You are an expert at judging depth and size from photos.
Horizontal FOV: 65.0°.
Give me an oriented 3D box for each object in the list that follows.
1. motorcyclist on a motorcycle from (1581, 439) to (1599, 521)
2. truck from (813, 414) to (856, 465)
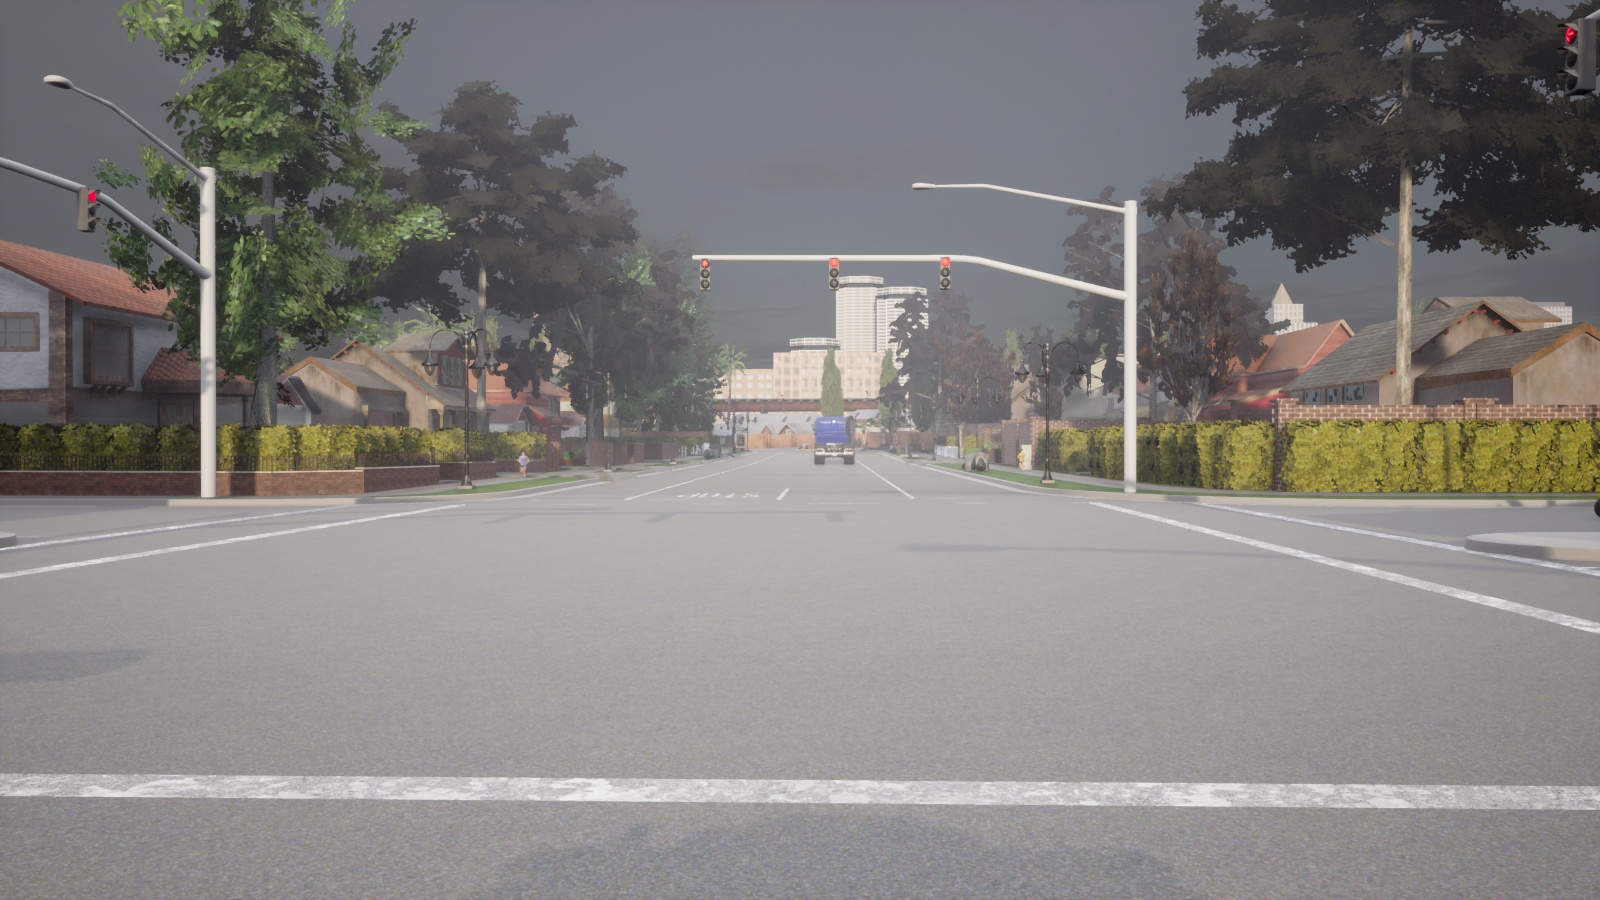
[{"bbox_3d":[16.364,0.575,24.398,1.817,1.590,0.866,0,0,1],"label":"motorcyclist on a motorcycle"},{"bbox_3d":[2.430,-0.756,89.572,2.891,3.462,7.936,0,0,1],"label":"truck"}]
